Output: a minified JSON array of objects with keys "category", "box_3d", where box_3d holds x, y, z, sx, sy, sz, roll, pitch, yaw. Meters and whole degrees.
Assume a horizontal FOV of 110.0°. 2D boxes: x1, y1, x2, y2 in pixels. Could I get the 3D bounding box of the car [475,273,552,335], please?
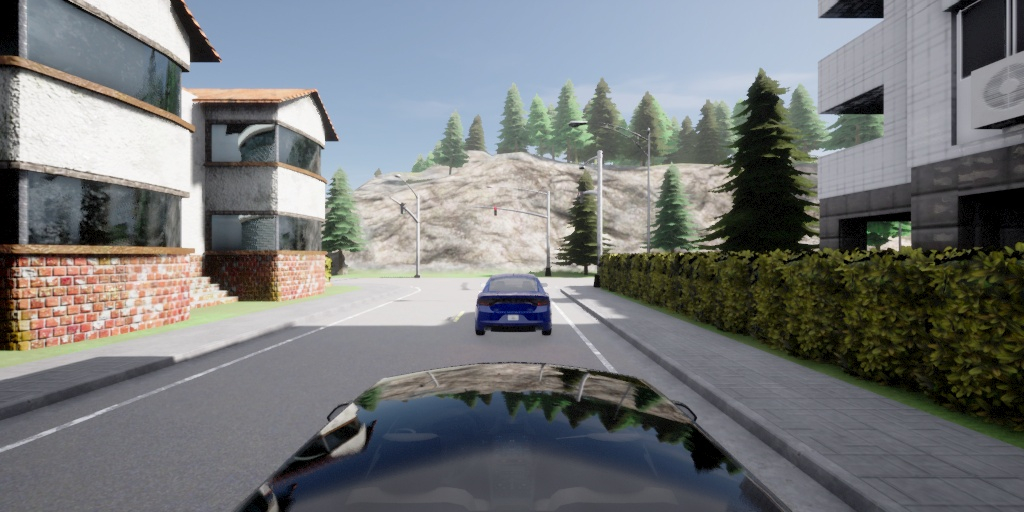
[{"category":"car","box_3d":[0.050,1.228,10.488,1.882,1.535,5.008,0,0,0]}]
